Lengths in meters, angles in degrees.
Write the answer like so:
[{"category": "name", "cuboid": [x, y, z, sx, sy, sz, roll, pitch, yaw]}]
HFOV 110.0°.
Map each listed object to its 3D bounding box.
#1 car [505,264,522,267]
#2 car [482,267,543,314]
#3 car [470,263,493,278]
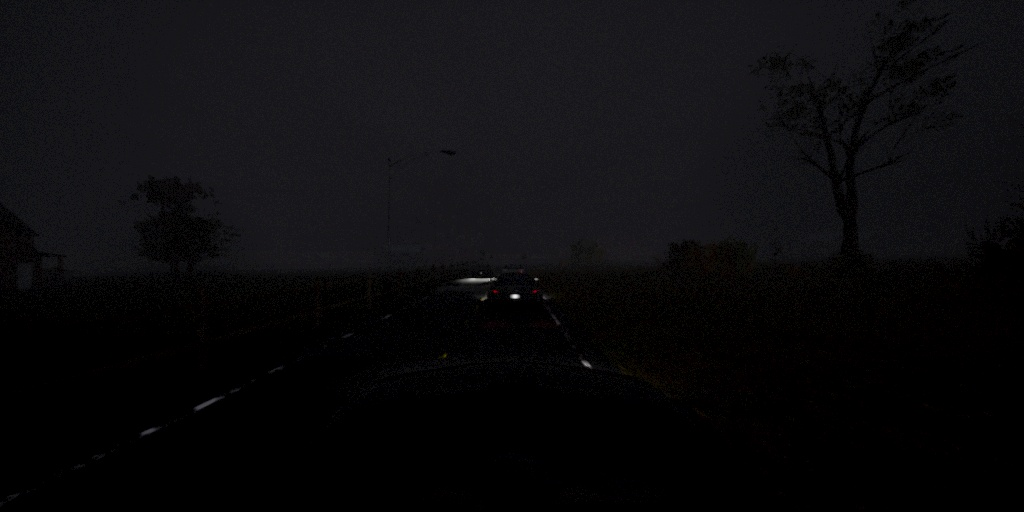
[{"category": "car", "cuboid": [0.114, 1.368, 32.059, 1.895, 1.301, 4.718, 0, 0, 0]}, {"category": "car", "cuboid": [0.105, 1.317, 13.915, 1.994, 1.385, 4.181, 0, 0, 0]}, {"category": "car", "cuboid": [-2.736, 1.334, 33.722, 1.994, 1.385, 4.181, 0, 0, 0]}]
